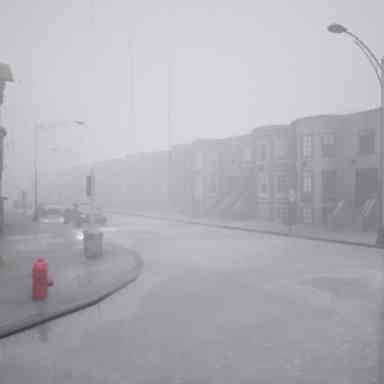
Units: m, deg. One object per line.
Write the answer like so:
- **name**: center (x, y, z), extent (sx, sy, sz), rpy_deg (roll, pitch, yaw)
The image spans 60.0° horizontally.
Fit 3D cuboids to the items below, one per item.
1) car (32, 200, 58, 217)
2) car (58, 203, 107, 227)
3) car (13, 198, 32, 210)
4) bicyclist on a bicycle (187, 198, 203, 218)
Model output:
- **car**: center (-13.248, 1.498, 30.984), extent (1.812, 1.442, 4.674), rpy_deg (0, 0, -35)
- **car**: center (-7.432, 1.498, 22.830), extent (1.812, 1.442, 4.674), rpy_deg (0, 0, -36)
- **car**: center (-22.358, 1.521, 43.899), extent (2.033, 1.411, 5.357), rpy_deg (0, 0, -35)
- **bicyclist on a bicycle**: center (0.237, 1.286, 26.505), extent (1.656, 1.620, 0.582), rpy_deg (-1, 0, -35)
